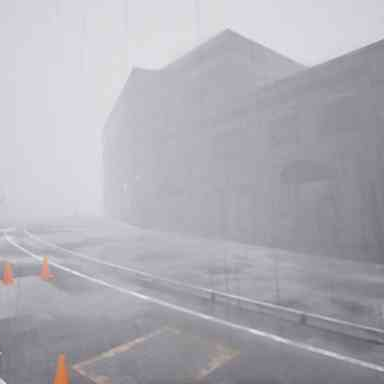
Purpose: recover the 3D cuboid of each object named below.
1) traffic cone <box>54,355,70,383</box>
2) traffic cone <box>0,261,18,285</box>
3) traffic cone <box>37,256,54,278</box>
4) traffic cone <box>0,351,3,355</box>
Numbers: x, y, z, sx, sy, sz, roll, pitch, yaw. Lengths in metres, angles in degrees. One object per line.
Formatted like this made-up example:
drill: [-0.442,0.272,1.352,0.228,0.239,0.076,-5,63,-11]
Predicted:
traffic cone: [-1.384,2.034,3.530,0.340,0.580,0.340,0,-2,38]
traffic cone: [-4.852,2.121,8.818,0.340,0.580,0.340,-1,-2,38]
traffic cone: [-4.232,2.139,9.599,0.340,0.580,0.340,-1,-1,39]
traffic cone: [-2.953,2.048,4.771,0.340,0.580,0.340,-1,-2,38]
